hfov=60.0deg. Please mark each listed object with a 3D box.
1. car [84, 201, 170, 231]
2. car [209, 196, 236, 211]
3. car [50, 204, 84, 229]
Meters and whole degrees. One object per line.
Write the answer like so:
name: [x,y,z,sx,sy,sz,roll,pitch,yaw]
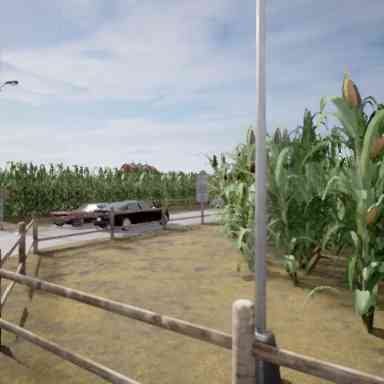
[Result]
car: [-3.318,1.232,18.994,1.882,1.535,5.008,0,1,36]
car: [3.593,1.061,33.555,2.128,1.511,4.902,0,1,36]
car: [-6.071,1.365,20.068,1.895,1.301,4.718,0,1,36]
